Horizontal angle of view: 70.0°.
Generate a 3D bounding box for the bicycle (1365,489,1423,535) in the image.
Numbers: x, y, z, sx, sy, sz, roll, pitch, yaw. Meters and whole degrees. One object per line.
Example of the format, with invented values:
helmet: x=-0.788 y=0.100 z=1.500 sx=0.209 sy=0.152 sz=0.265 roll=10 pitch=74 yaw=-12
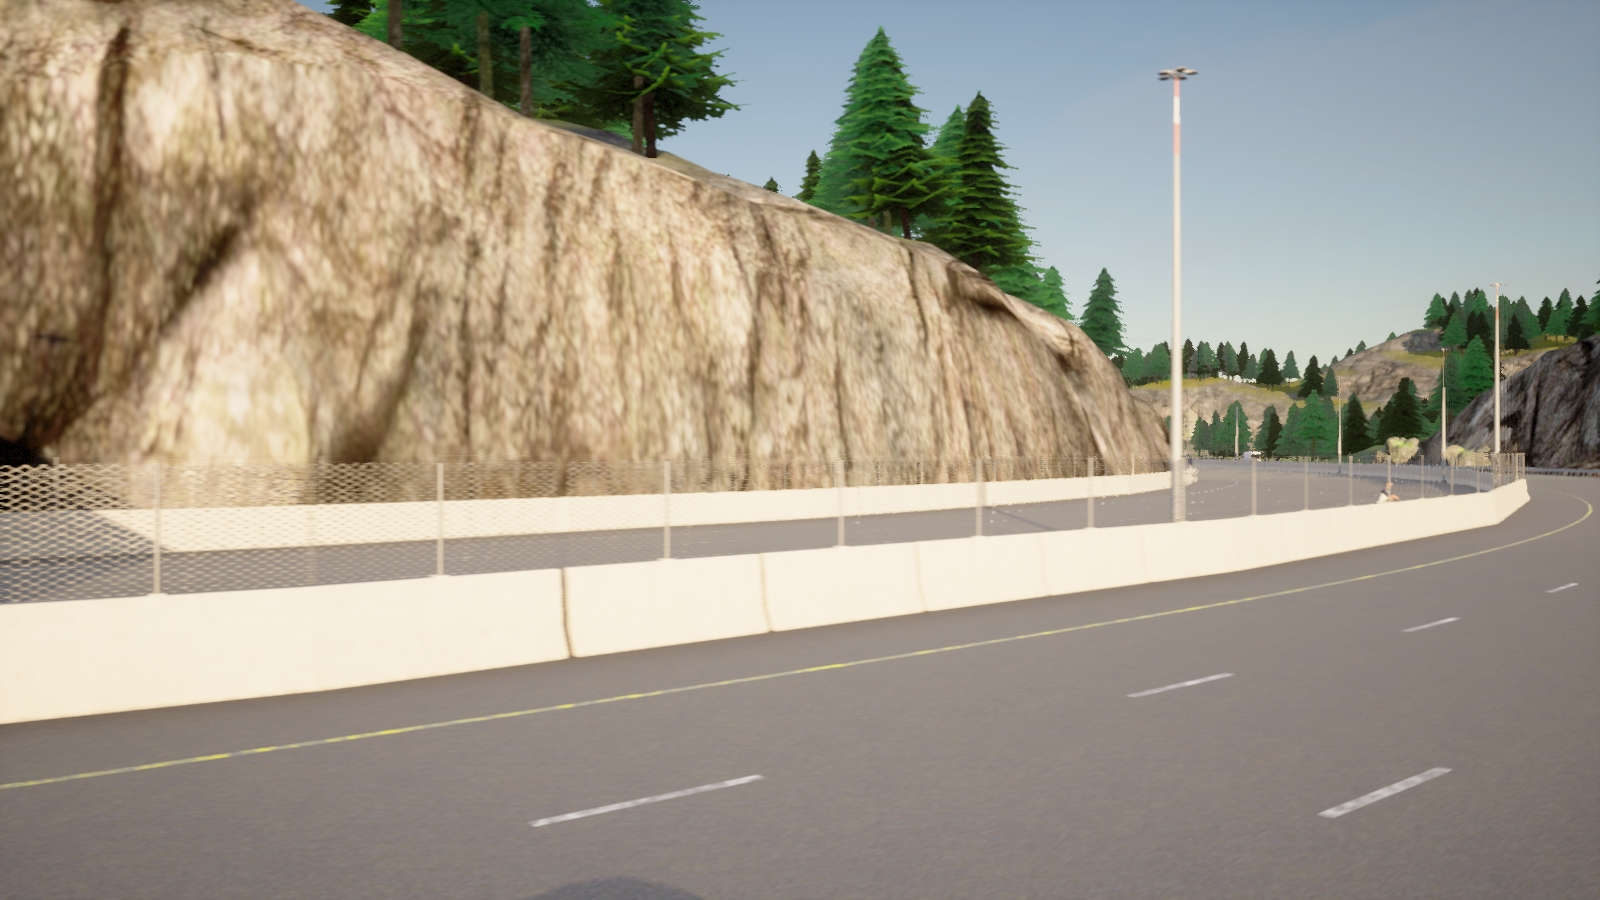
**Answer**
bicycle: x=19.805 y=2.065 z=38.112 sx=0.373 sy=1.514 sz=1.643 roll=6 pitch=-6 yaw=-43
